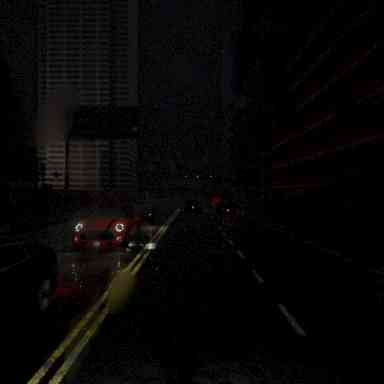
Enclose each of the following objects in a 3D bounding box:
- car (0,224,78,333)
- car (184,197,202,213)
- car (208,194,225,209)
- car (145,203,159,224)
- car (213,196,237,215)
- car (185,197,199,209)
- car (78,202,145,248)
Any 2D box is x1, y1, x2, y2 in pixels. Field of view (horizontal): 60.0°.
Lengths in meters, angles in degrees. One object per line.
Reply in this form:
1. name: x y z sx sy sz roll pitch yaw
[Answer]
1. car: -3.595 1.492 4.774 2.128 1.511 4.902 0 0 0
2. car: 0.102 1.574 36.851 1.994 1.385 4.181 0 0 0
3. car: 3.511 1.236 45.703 2.150 2.045 5.566 0 0 0
4. car: -3.500 1.532 24.678 1.812 1.442 4.674 0 0 0
5. car: 3.500 1.515 34.664 1.837 1.490 4.892 0 0 0
6. car: 0.017 1.520 47.151 1.837 1.490 4.892 0 1 0
7. car: -3.570 1.356 14.699 2.097 1.767 4.553 0 0 0
